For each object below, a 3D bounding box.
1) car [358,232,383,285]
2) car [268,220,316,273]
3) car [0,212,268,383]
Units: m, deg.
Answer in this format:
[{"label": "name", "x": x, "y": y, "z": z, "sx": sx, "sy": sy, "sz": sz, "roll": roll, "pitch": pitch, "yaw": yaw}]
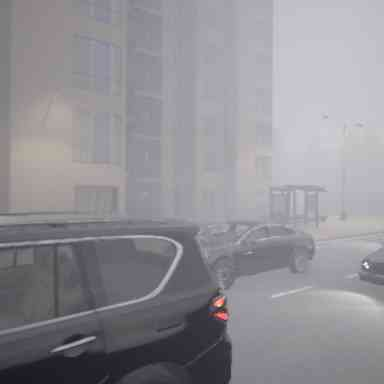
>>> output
[{"label": "car", "x": 6.536, "y": 1.636, "z": 8.664, "sx": 5.357, "sy": 1.411, "sz": 2.033, "roll": 1, "pitch": 0, "yaw": -35}, {"label": "car", "x": 1.462, "y": 1.551, "z": 9.339, "sx": 4.902, "sy": 1.511, "sz": 2.128, "roll": 1, "pitch": 0, "yaw": -35}, {"label": "car", "x": -2.201, "y": 1.221, "z": 2.415, "sx": 5.566, "sy": 2.045, "sz": 2.150, "roll": 1, "pitch": -1, "yaw": -36}]
